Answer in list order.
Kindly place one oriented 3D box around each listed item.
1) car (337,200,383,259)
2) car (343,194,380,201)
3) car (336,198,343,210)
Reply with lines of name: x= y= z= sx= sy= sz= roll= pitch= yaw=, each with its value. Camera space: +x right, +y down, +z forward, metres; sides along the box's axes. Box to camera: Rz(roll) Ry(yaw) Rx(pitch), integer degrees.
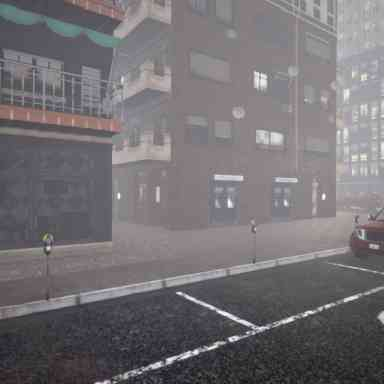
car: x=7.506 y=1.318 z=11.424 sx=5.009 sy=1.841 sz=2.192 roll=0 pitch=0 yaw=-35
car: x=19.367 y=1.112 z=38.952 sx=2.192 sy=1.841 sz=5.009 roll=1 pitch=0 yaw=-36
car: x=12.752 y=1.333 z=34.202 sx=1.802 sy=1.307 sz=4.206 roll=1 pitch=0 yaw=-36
